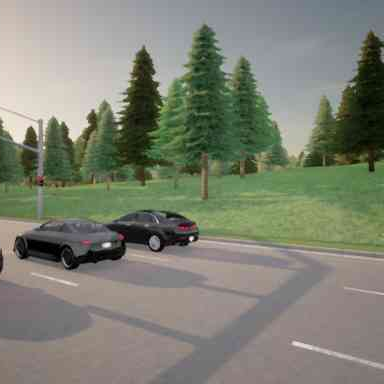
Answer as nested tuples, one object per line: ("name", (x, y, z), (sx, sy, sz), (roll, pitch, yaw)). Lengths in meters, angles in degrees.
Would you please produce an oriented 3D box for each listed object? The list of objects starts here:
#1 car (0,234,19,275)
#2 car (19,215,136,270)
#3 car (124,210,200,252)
("car", (-6.628, 1.522, 8.615), (4.674, 1.442, 1.812), (0, 0, 36))
("car", (-4.163, 1.560, 11.143), (4.181, 1.385, 1.994), (0, 0, 36))
("car", (-1.984, 1.501, 13.890), (4.892, 1.490, 1.837), (0, 0, 36))
